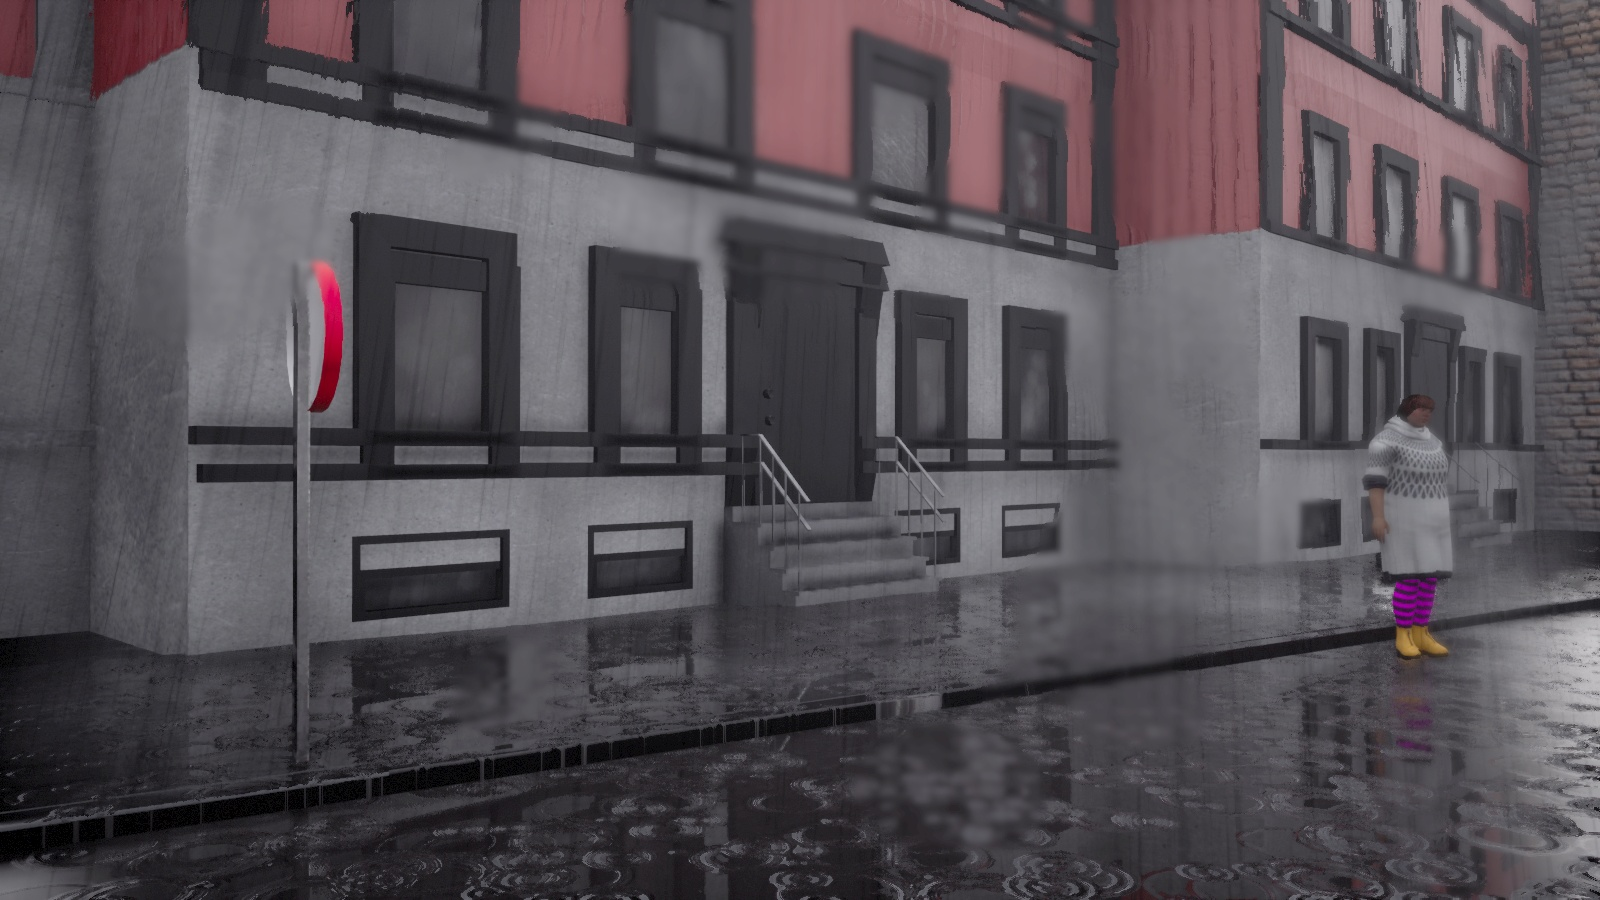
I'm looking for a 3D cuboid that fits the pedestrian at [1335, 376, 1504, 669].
[{"bbox_3d":[4.354,0.482,8.872,0.659,1.952,0.873,0,0,-14],"label":"pedestrian"}]
